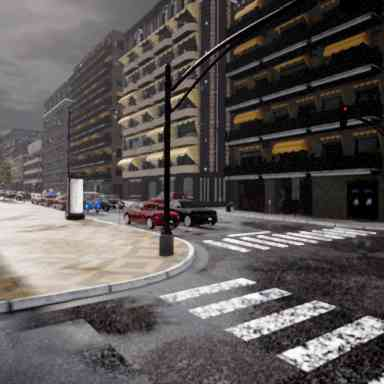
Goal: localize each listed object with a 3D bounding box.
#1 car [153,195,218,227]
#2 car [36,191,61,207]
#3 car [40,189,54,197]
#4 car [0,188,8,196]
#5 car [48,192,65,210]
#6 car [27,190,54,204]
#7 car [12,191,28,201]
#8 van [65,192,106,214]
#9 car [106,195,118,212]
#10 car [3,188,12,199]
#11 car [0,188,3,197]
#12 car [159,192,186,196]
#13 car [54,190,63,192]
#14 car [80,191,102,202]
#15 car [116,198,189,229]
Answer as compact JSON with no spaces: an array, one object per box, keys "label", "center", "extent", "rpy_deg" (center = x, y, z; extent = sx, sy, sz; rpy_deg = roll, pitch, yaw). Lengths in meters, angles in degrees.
[{"label":"car","center":[-0.412,1.212,20.728],"extent":[1.882,1.535,5.008],"rpy_deg":[1,1,-35]},{"label":"car","center":[-15.741,0.906,37.361],"extent":[1.887,1.381,4.507],"rpy_deg":[2,0,-36]},{"label":"car","center":[-32.319,0.265,74.291],"extent":[1.967,1.590,4.097],"rpy_deg":[2,0,-36]},{"label":"car","center":[-42.414,-0.025,73.913],"extent":[2.192,1.841,5.009],"rpy_deg":[2,0,-36]},{"label":"car","center":[-12.406,0.993,32.792],"extent":[1.887,1.381,4.507],"rpy_deg":[2,0,-36]},{"label":"car","center":[-18.975,0.801,41.793],"extent":[1.752,1.417,4.829],"rpy_deg":[2,0,-36]},{"label":"car","center":[-25.742,0.538,51.068],"extent":[1.967,1.590,4.097],"rpy_deg":[2,0,-36]},{"label":"van","center":[-9.065,0.878,28.223],"extent":[1.690,1.788,3.998],"rpy_deg":[2,0,-36]},{"label":"car","center":[-7.723,1.033,30.755],"extent":[2.128,1.511,4.902],"rpy_deg":[1,0,-36]},{"label":"car","center":[-32.416,0.467,60.206],"extent":[1.887,1.381,4.507],"rpy_deg":[2,0,-36]},{"label":"car","center":[-39.086,0.298,69.344],"extent":[2.008,1.369,4.403],"rpy_deg":[2,0,-36]},{"label":"car","center":[-2.300,0.929,33.170],"extent":[2.192,1.841,5.009],"rpy_deg":[2,0,-36]},{"label":"car","center":[-19.846,0.822,47.501],"extent":[1.895,1.301,4.718],"rpy_deg":[1,0,-36]},{"label":"car","center":[-15.644,0.703,51.446],"extent":[1.967,1.590,4.097],"rpy_deg":[2,0,-36]},{"label":"car","center":[-2.401,1.257,19.085],"extent":[1.887,1.381,4.507],"rpy_deg":[2,0,-36]}]
